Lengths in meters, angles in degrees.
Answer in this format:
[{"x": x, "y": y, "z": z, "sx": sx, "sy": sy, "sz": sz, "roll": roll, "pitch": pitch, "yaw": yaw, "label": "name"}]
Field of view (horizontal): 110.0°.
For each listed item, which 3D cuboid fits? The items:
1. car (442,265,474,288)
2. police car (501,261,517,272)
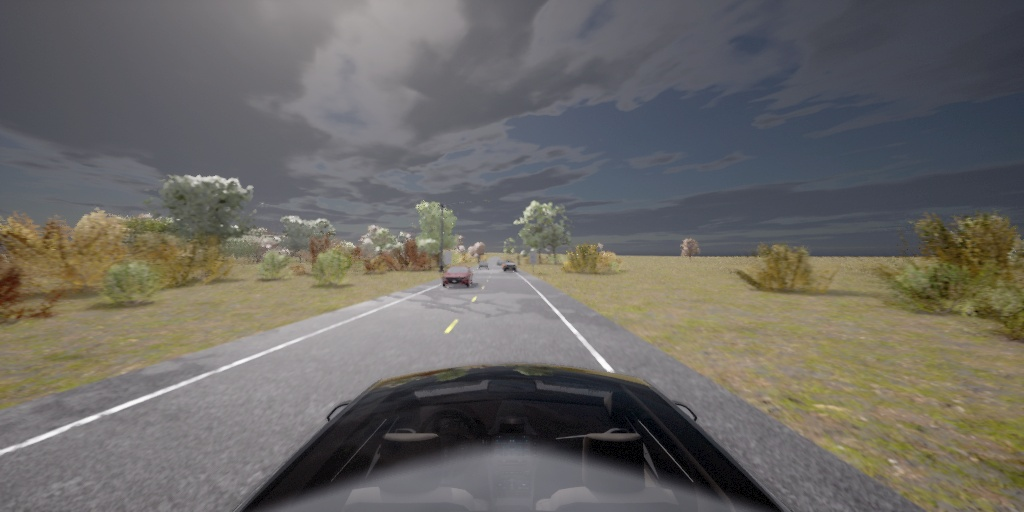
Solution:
[{"x": -3.902, "y": 1.450, "z": 26.452, "sx": 1.882, "sy": 1.535, "sz": 5.008, "roll": 0, "pitch": -1, "yaw": -1, "label": "car"}, {"x": -0.286, "y": 1.611, "z": 54.936, "sx": 1.930, "sy": 1.638, "sz": 5.238, "roll": 0, "pitch": 0, "yaw": -2, "label": "police car"}]
